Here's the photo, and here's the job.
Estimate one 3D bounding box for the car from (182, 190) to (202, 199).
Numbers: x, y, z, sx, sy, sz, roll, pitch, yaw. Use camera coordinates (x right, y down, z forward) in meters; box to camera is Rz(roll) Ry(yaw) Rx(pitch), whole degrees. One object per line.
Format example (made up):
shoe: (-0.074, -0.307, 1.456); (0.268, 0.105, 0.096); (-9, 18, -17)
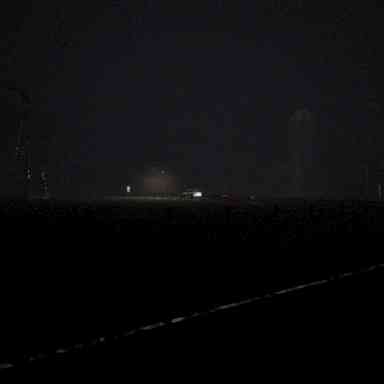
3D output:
car: (0.005, 0.464, 75.801); (2.150, 2.045, 5.566); (-1, 1, -36)

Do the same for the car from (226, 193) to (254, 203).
car: (8.743, 0.931, 58.884); (2.097, 1.767, 4.553); (-1, 1, -35)

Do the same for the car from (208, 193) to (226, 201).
car: (5.341, 0.949, 68.452); (2.128, 1.511, 4.902); (-1, 1, -36)
